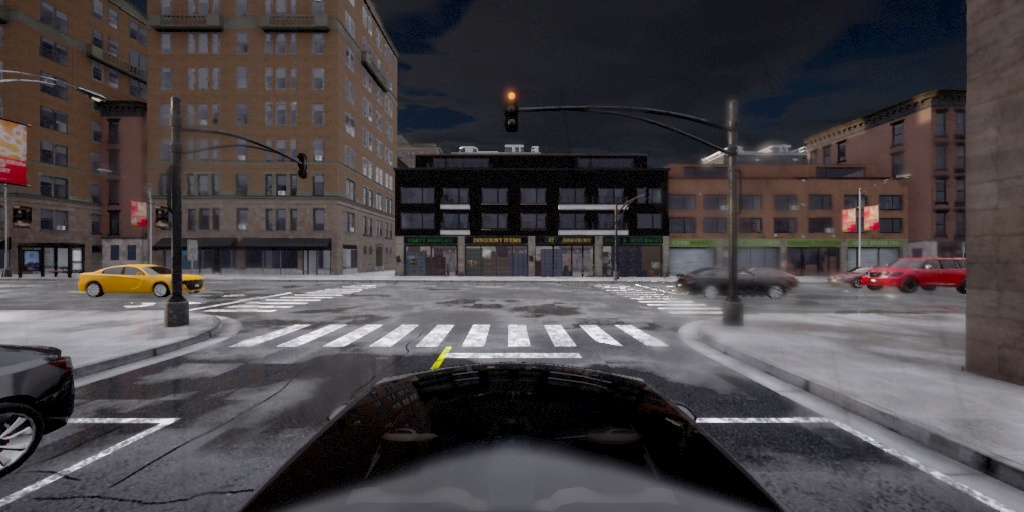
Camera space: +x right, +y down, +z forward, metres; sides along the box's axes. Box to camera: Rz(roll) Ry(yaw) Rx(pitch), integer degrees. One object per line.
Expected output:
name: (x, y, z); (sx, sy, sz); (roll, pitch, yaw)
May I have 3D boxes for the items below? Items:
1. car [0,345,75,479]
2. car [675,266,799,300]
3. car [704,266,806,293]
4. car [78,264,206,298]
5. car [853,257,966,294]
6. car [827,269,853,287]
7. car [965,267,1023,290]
car: (-5.387, 1.316, 1.910); (1.948, 1.339, 4.313); (0, 0, 0)
car: (10.658, 1.288, 17.540); (5.008, 1.535, 1.882); (0, 0, 0)
car: (14.105, 1.354, 21.008); (4.674, 1.442, 1.812); (0, 0, 1)
car: (-17.787, 1.149, 17.396); (5.008, 1.535, 1.882); (0, 0, 0)
car: (23.999, 1.102, 21.043); (5.566, 2.045, 2.150); (0, 0, 0)
car: (24.167, 1.407, 24.298); (4.674, 1.442, 1.812); (0, 0, 0)
car: (34.121, 1.498, 24.352); (4.181, 1.385, 1.994); (0, 0, 0)
